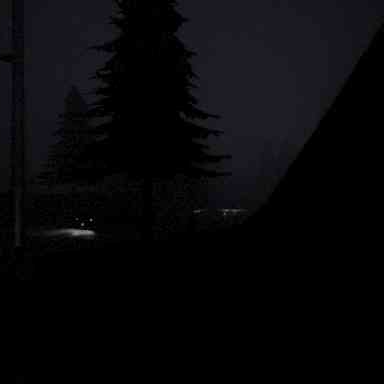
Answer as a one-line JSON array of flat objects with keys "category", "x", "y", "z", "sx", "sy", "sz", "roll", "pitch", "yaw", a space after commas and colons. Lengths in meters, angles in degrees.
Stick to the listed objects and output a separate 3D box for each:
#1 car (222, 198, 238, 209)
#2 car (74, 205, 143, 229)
[{"category": "car", "x": 5.286, "y": 1.560, "z": 45.460, "sx": 2.033, "sy": 1.411, "sz": 5.357, "roll": 0, "pitch": 0, "yaw": 12}, {"category": "car", "x": -5.066, "y": 1.557, "z": 22.154, "sx": 2.033, "sy": 1.411, "sz": 5.357, "roll": 0, "pitch": 0, "yaw": 35}]
